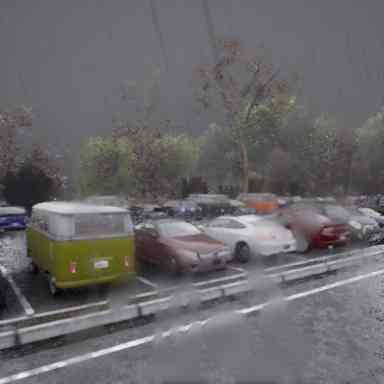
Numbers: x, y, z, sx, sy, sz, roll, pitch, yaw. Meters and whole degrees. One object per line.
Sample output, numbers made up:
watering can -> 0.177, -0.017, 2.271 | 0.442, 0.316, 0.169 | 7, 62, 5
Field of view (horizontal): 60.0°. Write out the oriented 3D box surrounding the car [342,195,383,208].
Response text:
car -> 21.890, 1.167, 41.977 | 2.097, 1.535, 5.008 | -1, 0, -35

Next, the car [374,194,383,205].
car -> 28.786, 1.084, 46.897 | 2.231, 1.521, 4.892 | -1, 0, -35

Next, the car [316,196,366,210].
car -> 17.268, 1.250, 38.733 | 2.163, 1.488, 4.792 | -1, 0, -35

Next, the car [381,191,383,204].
car -> 31.004, 0.803, 48.432 | 2.435, 2.045, 5.566 | -1, 0, -35

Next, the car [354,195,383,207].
car -> 24.192, 1.141, 43.614 | 2.231, 1.521, 4.892 | -1, 0, -35

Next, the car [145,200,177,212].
car -> -3.447, 1.493, 24.018 | 2.163, 1.488, 4.792 | -1, 0, -35

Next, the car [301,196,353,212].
car -> 14.879, 1.249, 37.005 | 2.097, 1.535, 5.008 | -1, 0, -35

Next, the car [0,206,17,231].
car -> -10.443, 1.513, 19.004 | 2.097, 1.535, 5.008 | 1, -1, -35

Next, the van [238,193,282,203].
van -> 5.711, 1.130, 30.626 | 1.878, 1.987, 4.442 | -1, 0, -35

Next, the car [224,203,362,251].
car -> 3.902, 1.464, 13.772 | 2.097, 1.535, 5.008 | -1, 0, -35

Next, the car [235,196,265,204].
car -> 3.472, 1.384, 28.901 | 2.231, 1.521, 4.892 | -1, 0, -35

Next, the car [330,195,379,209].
car -> 19.589, 1.194, 40.342 | 2.097, 1.535, 5.008 | -1, 0, -35

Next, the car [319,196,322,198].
car -> 10.260, 1.177, 33.755 | 2.185, 1.767, 4.553 | -1, 0, -35

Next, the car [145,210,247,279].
car -> -0.716, 1.553, 10.499 | 2.002, 1.452, 4.674 | -1, 0, -35

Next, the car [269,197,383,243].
car -> 6.183, 1.311, 15.438 | 2.185, 1.767, 4.553 | -1, 0, -35

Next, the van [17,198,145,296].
van -> -3.193, 1.288, 8.879 | 1.878, 1.987, 4.442 | 0, 0, -35

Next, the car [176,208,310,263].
car -> 1.597, 1.531, 12.137 | 2.002, 1.452, 4.674 | -1, 0, -35

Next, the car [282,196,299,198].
car -> 7.975, 1.330, 32.099 | 2.097, 1.535, 5.008 | -1, 0, -35

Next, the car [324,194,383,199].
car -> 10.789, 1.132, 18.709 | 2.435, 2.045, 5.566 | -1, 0, -35

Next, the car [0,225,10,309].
car -> -5.334, 1.535, 7.218 | 2.002, 1.452, 4.674 | 1, 0, -35

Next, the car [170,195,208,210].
car -> -1.212, 1.312, 25.528 | 2.185, 1.767, 4.553 | -1, 0, -35

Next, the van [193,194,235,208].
van -> 1.103, 1.184, 27.355 | 1.878, 1.987, 4.442 | -1, 0, -35

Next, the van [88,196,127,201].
van -> -5.666, 1.265, 22.257 | 1.878, 1.987, 4.442 | -1, 0, -35
